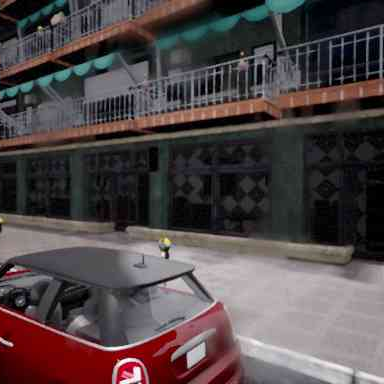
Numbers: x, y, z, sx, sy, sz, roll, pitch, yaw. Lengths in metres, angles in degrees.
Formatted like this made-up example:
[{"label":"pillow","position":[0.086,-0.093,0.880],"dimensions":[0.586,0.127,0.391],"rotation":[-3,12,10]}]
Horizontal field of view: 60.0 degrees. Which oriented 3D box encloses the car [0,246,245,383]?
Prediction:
[{"label":"car","position":[-1.544,1.388,3.973],"dimensions":[4.097,1.590,1.967],"rotation":[1,0,35]}]
